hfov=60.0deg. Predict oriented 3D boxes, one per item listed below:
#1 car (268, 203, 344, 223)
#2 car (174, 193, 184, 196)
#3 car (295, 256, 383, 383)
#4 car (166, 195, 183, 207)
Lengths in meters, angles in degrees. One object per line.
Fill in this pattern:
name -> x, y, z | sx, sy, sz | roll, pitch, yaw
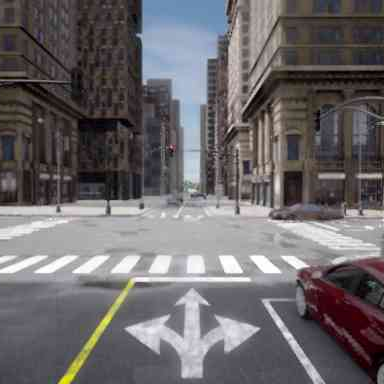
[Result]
car -> 8.656, 1.585, 25.442 | 5.357, 1.411, 2.033 | 0, 1, 0
car -> -2.896, 1.255, 68.064 | 2.150, 2.045, 5.566 | 0, 0, 0
car -> 2.753, 1.545, 4.485 | 1.887, 1.381, 4.507 | -1, 0, 0
car -> -3.003, 1.557, 51.890 | 2.033, 1.411, 5.357 | 0, 0, 1
